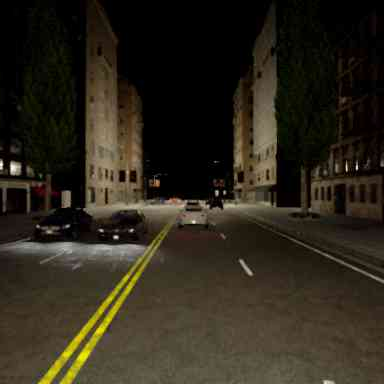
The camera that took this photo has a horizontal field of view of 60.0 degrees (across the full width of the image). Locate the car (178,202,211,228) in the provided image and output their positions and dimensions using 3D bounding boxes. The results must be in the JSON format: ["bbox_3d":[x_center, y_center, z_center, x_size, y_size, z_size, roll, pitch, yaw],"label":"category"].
[{"bbox_3d":[0.111,1.616,22.601,1.812,1.442,4.674,0,0,0],"label":"car"}]

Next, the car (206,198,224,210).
[{"bbox_3d":[3.369,1.686,46.559,1.837,1.490,4.892,0,0,0],"label":"car"}]

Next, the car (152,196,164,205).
[{"bbox_3d":[-6.470,1.607,63.678,2.097,1.767,4.553,0,0,0],"label":"car"}]

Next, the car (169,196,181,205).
[{"bbox_3d":[-3.220,1.602,63.677,2.097,1.767,4.553,0,0,0],"label":"car"}]

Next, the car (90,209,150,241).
[{"bbox_3d":[-3.343,1.616,17.275,2.033,1.411,5.357,0,0,0],"label":"car"}]

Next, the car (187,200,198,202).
[{"bbox_3d":[0.122,1.786,47.606,1.895,1.301,4.718,0,0,0],"label":"car"}]

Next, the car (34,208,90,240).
[{"bbox_3d":[-6.591,1.596,17.707,1.812,1.442,4.674,0,0,0],"label":"car"}]
